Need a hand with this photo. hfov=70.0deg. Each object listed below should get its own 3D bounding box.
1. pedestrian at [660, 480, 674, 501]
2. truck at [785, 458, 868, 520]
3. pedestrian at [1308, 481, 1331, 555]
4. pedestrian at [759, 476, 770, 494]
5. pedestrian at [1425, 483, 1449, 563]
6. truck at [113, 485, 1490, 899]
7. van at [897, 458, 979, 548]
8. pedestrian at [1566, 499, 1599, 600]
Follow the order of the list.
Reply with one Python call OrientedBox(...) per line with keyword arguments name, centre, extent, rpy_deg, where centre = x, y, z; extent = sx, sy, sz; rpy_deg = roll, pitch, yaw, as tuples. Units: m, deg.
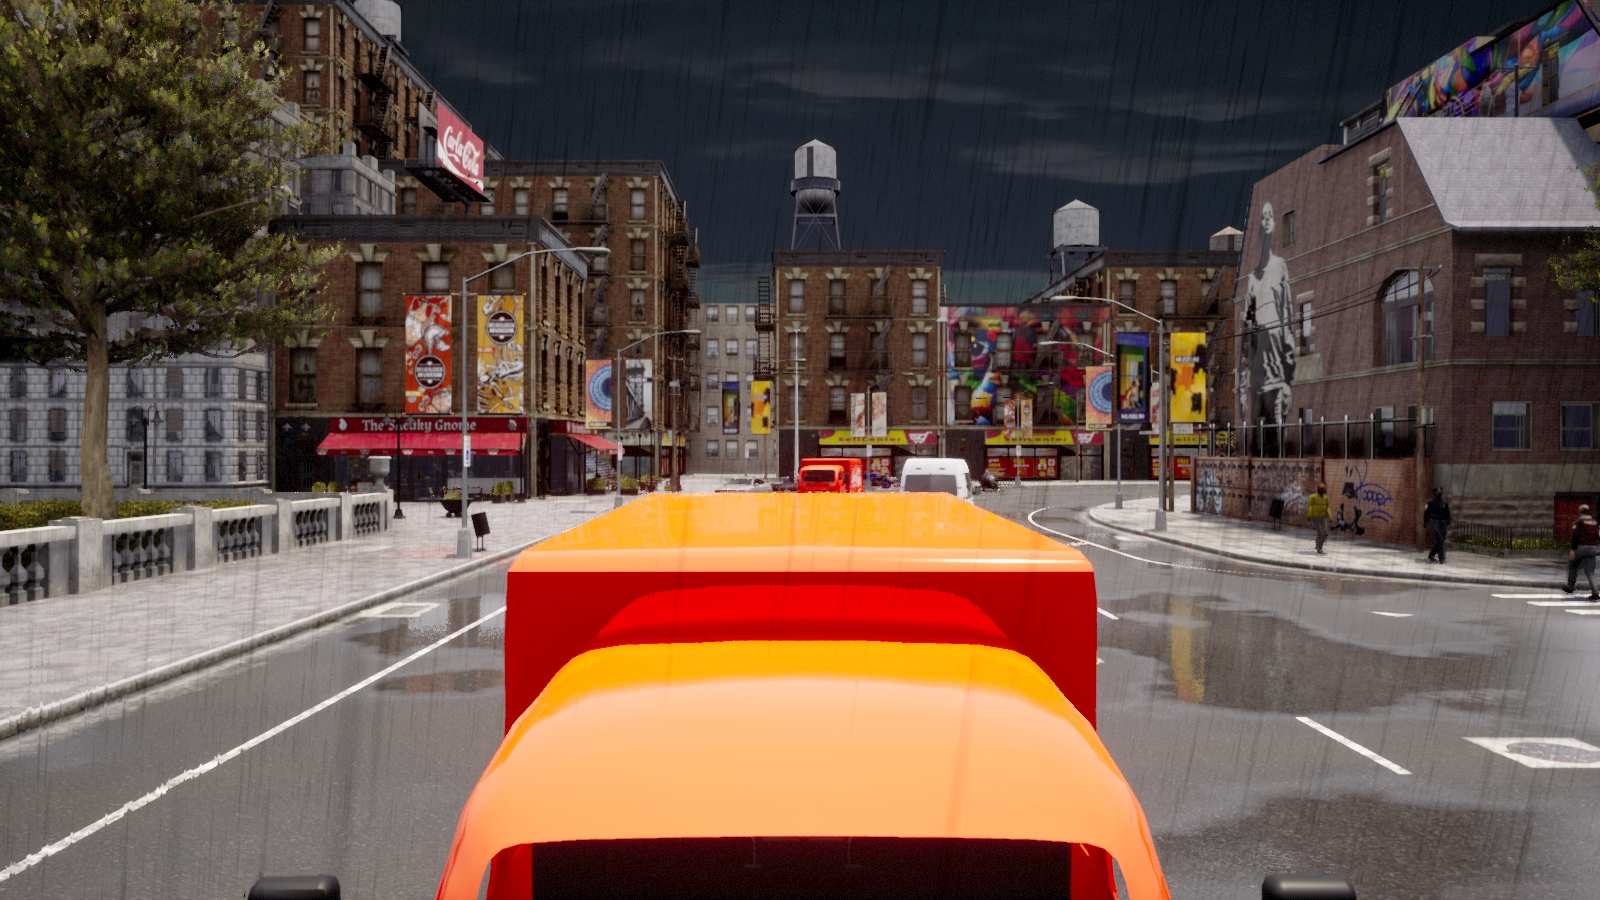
OrientedBox(name="pedestrian", centre=(-6.918, 2.099, 59.550), extent=(0.500, 1.100, 0.500), rpy_deg=(0, 0, 35))
OrientedBox(name="truck", centre=(1.222, 1.587, 48.823), extent=(2.627, 2.467, 5.204), rpy_deg=(0, 0, 12))
OrientedBox(name="pedestrian", centre=(13.112, 1.708, 28.843), extent=(0.375, 1.860, 0.375), rpy_deg=(0, 0, -11))
OrientedBox(name="pedestrian", centre=(-2.114, 2.103, 68.646), extent=(0.500, 1.100, 0.500), rpy_deg=(0, 0, 27))
OrientedBox(name="pedestrian", centre=(14.918, 1.707, 26.779), extent=(0.375, 1.860, 0.375), rpy_deg=(0, 0, 7))
OrientedBox(name="truck", centre=(-0.002, 1.543, 4.821), extent=(2.627, 2.467, 5.204), rpy_deg=(0, 2, 0))
OrientedBox(name="van", centre=(4.464, 1.549, 36.253), extent=(1.988, 2.561, 5.915), rpy_deg=(0, 0, 13))
OrientedBox(name="pedestrian", centre=(14.670, 1.858, 21.419), extent=(0.375, 1.860, 0.375), rpy_deg=(0, 0, 5))
